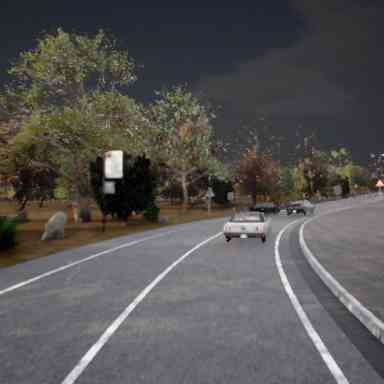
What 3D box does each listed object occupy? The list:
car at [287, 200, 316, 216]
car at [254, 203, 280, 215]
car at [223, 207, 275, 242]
[{"bbox_3d":[10.934,1.543,33.200,1.837,1.490,4.892,-4,-2,33],"label":"car"},{"bbox_3d":[7.351,1.806,34.145,1.895,1.301,4.718,-3,-2,34],"label":"car"},{"bbox_3d":[2.906,1.657,16.707,1.895,1.301,4.718,-1,-1,17],"label":"car"}]
